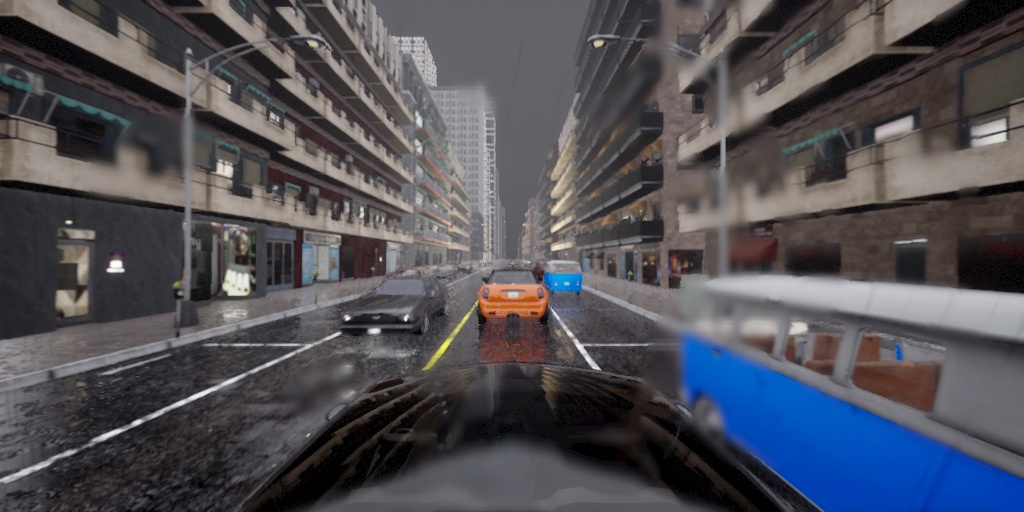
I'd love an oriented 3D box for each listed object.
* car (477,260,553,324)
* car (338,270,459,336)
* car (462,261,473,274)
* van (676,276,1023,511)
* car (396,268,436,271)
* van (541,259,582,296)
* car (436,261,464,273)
[{"bbox_3d":[0.023,1.130,12.306,2.097,1.767,4.553,0,0,0],"label":"car"},{"bbox_3d":[-3.099,1.322,10.749,2.033,1.411,5.357,0,0,0],"label":"car"},{"bbox_3d":[-5.685,1.301,42.238,1.967,1.591,4.097,0,0,0],"label":"car"},{"bbox_3d":[2.690,1.093,2.463,1.690,1.789,3.998,0,0,0],"label":"van"},{"bbox_3d":[-5.688,1.343,19.509,1.888,1.381,4.507,0,0,0],"label":"car"},{"bbox_3d":[2.692,1.139,19.510,1.690,1.789,3.998,0,0,0],"label":"van"},{"bbox_3d":[-5.687,1.379,30.874,2.007,1.370,4.403,0,0,0],"label":"car"}]
